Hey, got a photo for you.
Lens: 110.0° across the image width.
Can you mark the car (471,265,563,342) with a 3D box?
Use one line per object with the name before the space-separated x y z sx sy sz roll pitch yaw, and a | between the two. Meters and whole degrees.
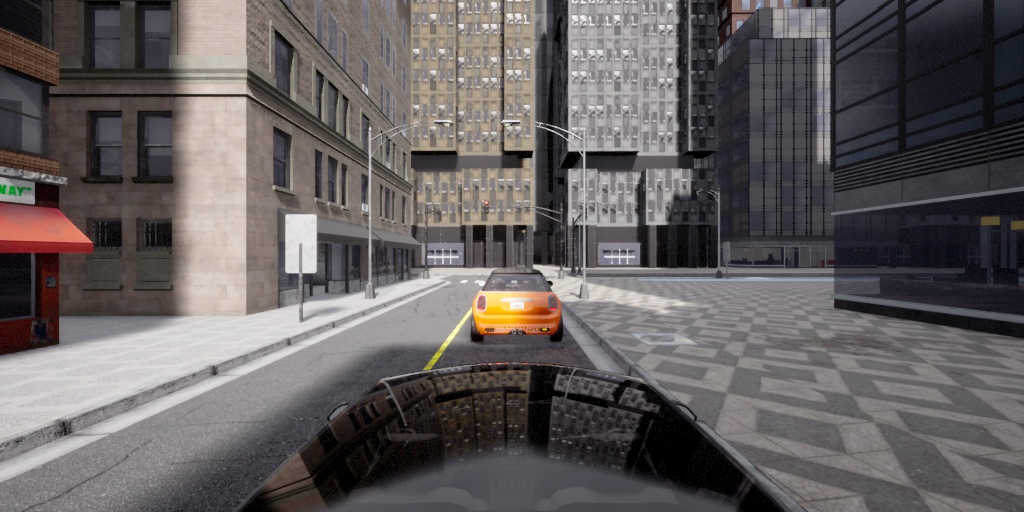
car | 0.104 1.102 9.967 2.097 1.767 4.553 0 0 0
